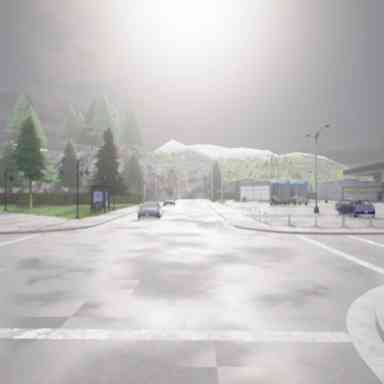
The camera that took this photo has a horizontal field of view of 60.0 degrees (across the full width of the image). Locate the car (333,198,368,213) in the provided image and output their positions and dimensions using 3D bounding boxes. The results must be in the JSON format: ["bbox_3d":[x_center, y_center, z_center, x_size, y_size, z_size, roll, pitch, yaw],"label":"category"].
[{"bbox_3d":[16.955,1.381,35.760,1.970,1.475,3.806,0,0,0],"label":"car"}]

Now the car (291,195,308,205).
[{"bbox_3d":[17.258,1.326,54.424,2.152,1.636,5.027,0,0,0],"label":"car"}]

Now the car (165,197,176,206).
[{"bbox_3d":[-3.581,1.453,53.548,2.033,1.411,5.357,0,0,0],"label":"car"}]

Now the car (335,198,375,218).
[{"bbox_3d":[13.913,1.372,28.365,1.845,1.501,3.633,0,0,0],"label":"car"}]

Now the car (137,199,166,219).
[{"bbox_3d":[-3.542,1.532,28.726,1.812,1.442,4.674,0,0,0],"label":"car"}]

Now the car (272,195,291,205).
[{"bbox_3d":[14.121,1.335,54.398,2.007,1.523,4.514,0,0,0],"label":"car"}]
